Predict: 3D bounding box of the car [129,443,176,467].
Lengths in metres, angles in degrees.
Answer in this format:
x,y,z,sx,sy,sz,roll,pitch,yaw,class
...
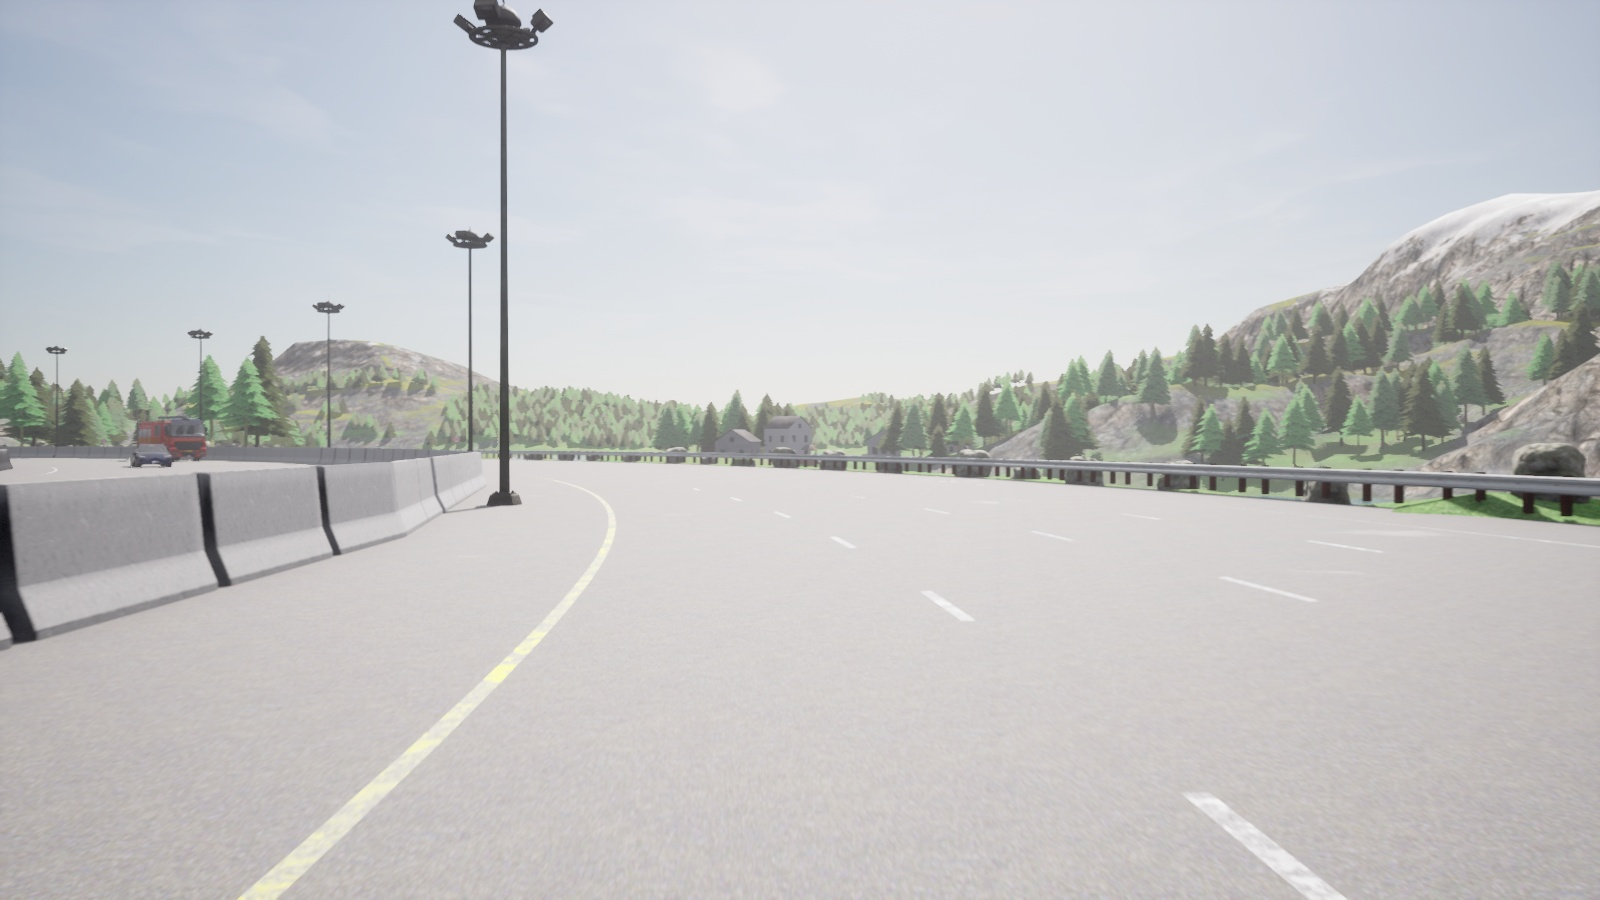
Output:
x,y,z,sx,sy,sz,roll,pitch,yaw,class
-40.690,0.282,78.878,2.163,1.488,4.792,0,0,-33,car
